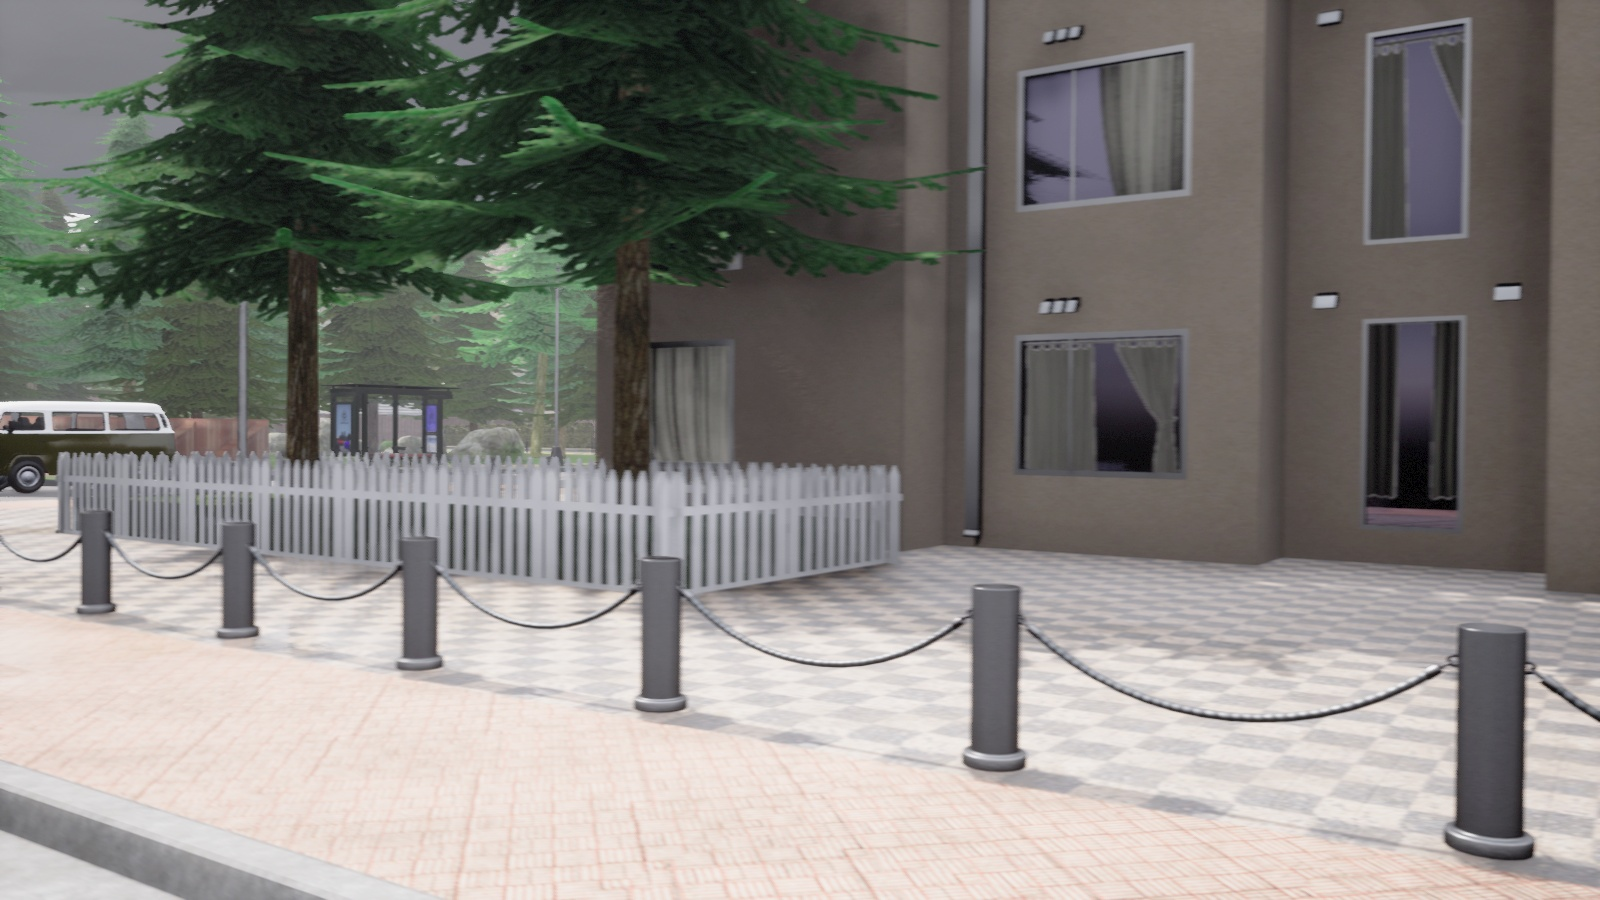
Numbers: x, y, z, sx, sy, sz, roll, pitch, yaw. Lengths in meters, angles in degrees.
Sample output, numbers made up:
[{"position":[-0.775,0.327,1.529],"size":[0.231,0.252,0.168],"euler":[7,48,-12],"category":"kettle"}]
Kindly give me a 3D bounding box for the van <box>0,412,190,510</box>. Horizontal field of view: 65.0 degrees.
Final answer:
[{"position":[-16.573,0.201,28.445],"size":[2.069,2.038,4.480],"euler":[0,1,35],"category":"van"}]
